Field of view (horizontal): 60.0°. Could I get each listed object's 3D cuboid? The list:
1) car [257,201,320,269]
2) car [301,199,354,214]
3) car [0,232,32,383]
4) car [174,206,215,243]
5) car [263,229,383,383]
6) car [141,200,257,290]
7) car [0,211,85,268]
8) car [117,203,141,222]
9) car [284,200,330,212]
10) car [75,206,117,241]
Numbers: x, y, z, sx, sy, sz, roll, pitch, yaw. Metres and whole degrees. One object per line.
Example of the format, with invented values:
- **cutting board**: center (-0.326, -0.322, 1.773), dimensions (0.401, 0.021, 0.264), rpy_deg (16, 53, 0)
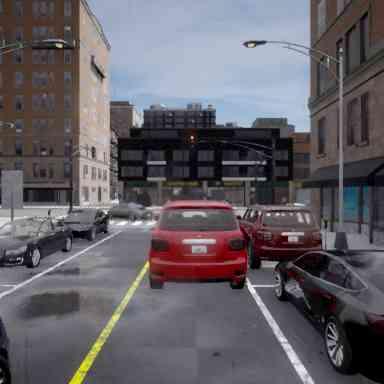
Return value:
- **car**: center (2.644, 1.314, 11.072), dimensions (2.192, 1.841, 5.009), rpy_deg (0, 0, 0)
- **car**: center (14.540, 1.584, 35.808), dimensions (4.892, 1.490, 1.837), rpy_deg (0, 0, 1)
- **car**: center (-2.845, 1.352, 1.386), dimensions (2.097, 1.767, 4.553), rpy_deg (0, 0, 0)
- **car**: center (0.102, 1.525, 16.991), dimensions (1.812, 1.442, 4.674), rpy_deg (0, 0, 0)
- **car**: center (2.640, 1.566, 5.409), dimensions (1.947, 1.339, 4.313), rpy_deg (0, 0, 0)
- **car**: center (0.086, 1.221, 9.230), dimensions (2.150, 2.045, 5.566), rpy_deg (0, 0, -1)
- **car**: center (-5.381, 1.550, 11.077), dimensions (2.008, 1.369, 4.403), rpy_deg (0, 0, 0)
- **car**: center (-4.747, 1.548, 26.206), dimensions (4.181, 1.385, 1.994), rpy_deg (0, 0, 40)
- **car**: center (13.427, 1.674, 39.061), dimensions (4.718, 1.301, 1.895), rpy_deg (0, 0, 0)
- **car**: center (-5.377, 1.565, 16.740), dimensions (1.947, 1.339, 4.313), rpy_deg (0, 0, 0)
